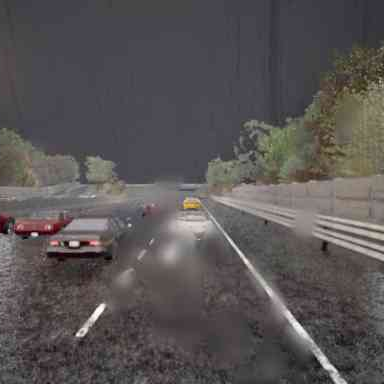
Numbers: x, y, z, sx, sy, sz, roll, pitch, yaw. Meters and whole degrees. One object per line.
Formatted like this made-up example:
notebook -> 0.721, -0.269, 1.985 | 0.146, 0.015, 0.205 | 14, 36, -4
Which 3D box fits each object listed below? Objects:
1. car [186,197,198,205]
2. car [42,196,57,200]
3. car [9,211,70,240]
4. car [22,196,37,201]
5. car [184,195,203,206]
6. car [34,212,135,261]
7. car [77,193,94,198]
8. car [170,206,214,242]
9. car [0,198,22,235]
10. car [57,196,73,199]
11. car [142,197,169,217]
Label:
car -> 0.009, 1.565, 60.966 | 1.994, 1.385, 4.181 | 0, 0, 0
car -> -27.990, 1.537, 65.880 | 2.033, 1.411, 5.357 | 0, 0, 0
car -> -6.897, 1.582, 16.814 | 1.895, 1.301, 4.718 | 0, 0, 0
car -> -31.490, 1.534, 63.664 | 2.128, 1.511, 4.902 | 0, 0, 0
car -> 0.006, 1.455, 40.350 | 1.882, 1.535, 5.008 | 0, 0, 0
car -> -3.400, 1.533, 12.114 | 2.033, 1.411, 5.357 | 0, 0, 0
car -> -20.990, 1.221, 65.849 | 2.150, 2.045, 5.566 | 0, 0, 0
car -> 0.003, 1.582, 16.346 | 1.895, 1.301, 4.718 | 0, 0, 0
car -> -10.398, 1.335, 15.788 | 2.097, 1.767, 4.553 | 0, 0, 0
car -> -24.490, 1.549, 65.879 | 1.994, 1.385, 4.181 | 0, 0, 0
car -> -3.398, 1.326, 31.593 | 2.097, 1.767, 4.553 | 0, 0, 0
